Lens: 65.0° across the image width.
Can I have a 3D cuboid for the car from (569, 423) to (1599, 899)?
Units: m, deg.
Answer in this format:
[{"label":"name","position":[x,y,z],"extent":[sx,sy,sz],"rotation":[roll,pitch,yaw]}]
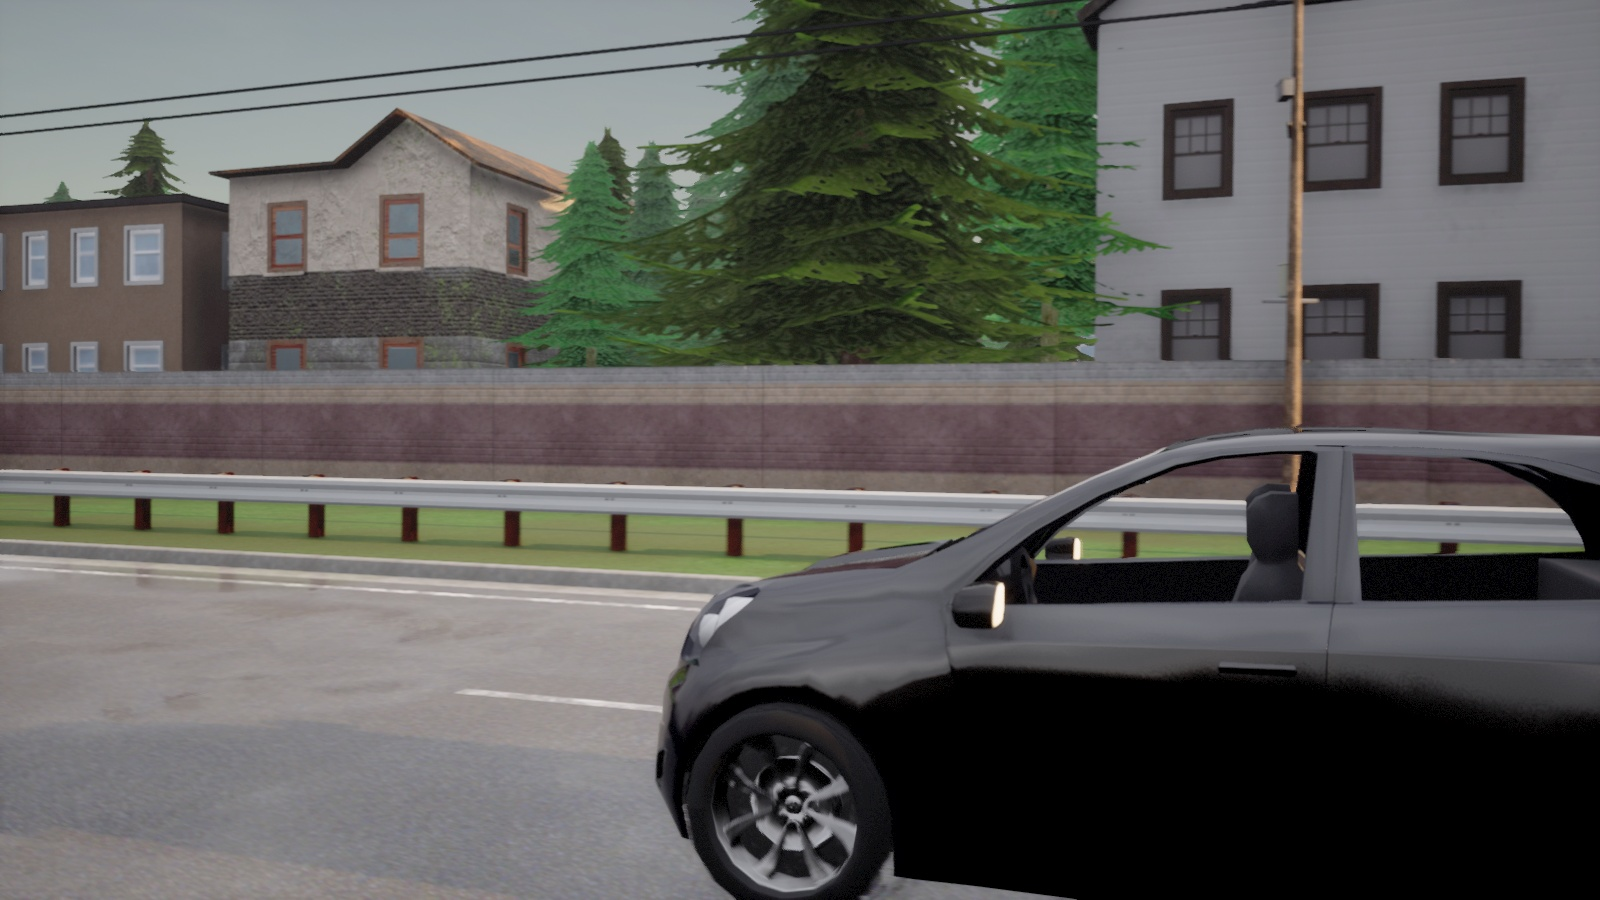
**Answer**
[{"label":"car","position":[1.327,0.678,4.073],"extent":[3.633,1.501,1.845],"rotation":[0,1,20]}]
